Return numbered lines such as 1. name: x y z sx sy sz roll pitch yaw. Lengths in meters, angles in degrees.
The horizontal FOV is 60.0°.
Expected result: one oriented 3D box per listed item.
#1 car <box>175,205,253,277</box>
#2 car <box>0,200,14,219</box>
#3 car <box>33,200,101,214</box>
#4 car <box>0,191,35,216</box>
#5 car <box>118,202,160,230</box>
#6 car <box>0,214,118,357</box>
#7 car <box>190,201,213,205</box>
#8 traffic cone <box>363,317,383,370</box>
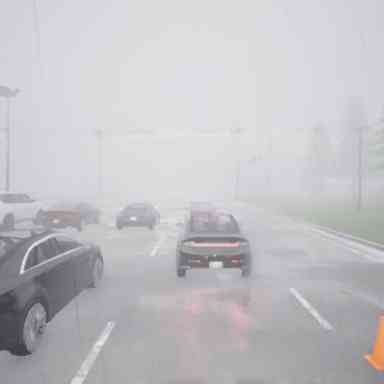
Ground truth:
1. car: 0.536 1.342 9.702 2.128 1.511 4.902 0 1 0
2. car: -6.488 1.234 7.690 2.097 1.767 4.553 0 1 0
3. car: -6.446 1.197 18.264 1.882 1.535 5.008 0 1 0
4. car: -9.946 0.948 17.778 2.150 2.045 5.566 0 1 0
5. car: -2.946 1.275 18.816 1.994 1.385 4.181 0 1 0
6. car: -2.997 1.400 5.874 2.128 1.511 4.902 0 1 0
7. car: 0.545 1.238 18.782 1.812 1.442 4.674 0 1 0
8. traffic cone: 2.441 1.889 4.245 0.340 0.580 0.340 0 1 0
